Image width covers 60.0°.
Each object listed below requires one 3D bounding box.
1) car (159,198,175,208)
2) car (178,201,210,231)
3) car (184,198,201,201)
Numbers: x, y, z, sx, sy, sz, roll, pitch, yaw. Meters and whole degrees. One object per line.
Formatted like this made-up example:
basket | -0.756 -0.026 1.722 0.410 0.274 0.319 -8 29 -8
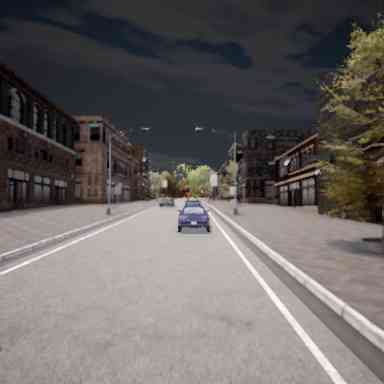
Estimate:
car | -3.494 1.476 47.263 1.994 1.385 4.181 0 0 2
car | 0.103 1.501 20.187 1.812 1.442 4.674 0 0 0
car | 0.100 1.419 40.430 2.128 1.511 4.902 0 0 0
